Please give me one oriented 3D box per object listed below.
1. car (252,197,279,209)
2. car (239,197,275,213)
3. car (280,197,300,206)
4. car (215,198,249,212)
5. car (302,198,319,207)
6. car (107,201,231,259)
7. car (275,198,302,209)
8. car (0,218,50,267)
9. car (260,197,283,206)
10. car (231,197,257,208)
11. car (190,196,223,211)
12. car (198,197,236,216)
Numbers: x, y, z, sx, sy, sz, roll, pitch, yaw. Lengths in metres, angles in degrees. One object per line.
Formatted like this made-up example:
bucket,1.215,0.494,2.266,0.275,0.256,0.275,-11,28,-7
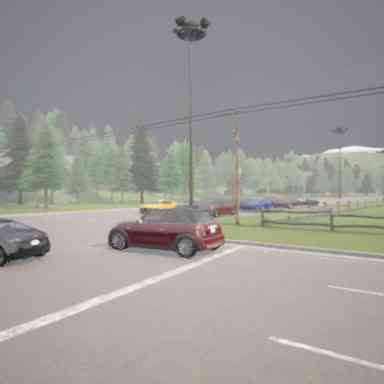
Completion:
car,10.961,1.587,49.315,2.128,1.511,4.902,0,0,37
car,7.511,1.554,38.775,1.882,1.535,5.008,0,0,36
car,16.929,1.670,57.335,1.994,1.385,4.181,0,0,37
car,5.036,1.577,41.314,2.128,1.511,4.902,0,0,36
car,19.151,1.698,54.466,1.895,1.301,4.718,0,0,37
car,-1.102,1.383,12.925,4.553,1.767,2.097,0,0,30
car,13.157,1.564,46.400,1.882,1.535,5.008,0,0,37
car,-7.008,1.598,11.248,4.181,1.385,1.994,0,0,15
car,14.322,1.662,59.673,2.033,1.411,5.357,0,0,37
car,8.083,1.581,51.306,1.882,1.535,5.008,0,0,36
car,1.913,1.445,42.975,2.097,1.767,4.553,0,0,36
car,2.224,1.419,31.571,2.097,1.767,4.553,0,0,36
